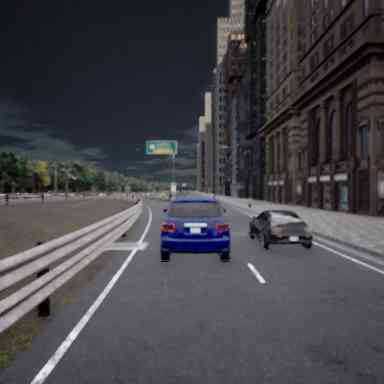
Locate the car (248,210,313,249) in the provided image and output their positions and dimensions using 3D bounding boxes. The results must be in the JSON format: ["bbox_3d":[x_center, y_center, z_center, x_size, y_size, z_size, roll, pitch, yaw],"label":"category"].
[{"bbox_3d":[3.595,1.468,14.024,1.812,1.442,4.674,0,0,0],"label":"car"}]

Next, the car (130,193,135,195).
[{"bbox_3d":[-16.192,0.917,88.884,2.033,1.411,5.357,0,0,-16],"label":"car"}]

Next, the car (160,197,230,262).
[{"bbox_3d":[0.098,1.169,12.099,2.150,2.045,5.566,0,0,0],"label":"car"}]
